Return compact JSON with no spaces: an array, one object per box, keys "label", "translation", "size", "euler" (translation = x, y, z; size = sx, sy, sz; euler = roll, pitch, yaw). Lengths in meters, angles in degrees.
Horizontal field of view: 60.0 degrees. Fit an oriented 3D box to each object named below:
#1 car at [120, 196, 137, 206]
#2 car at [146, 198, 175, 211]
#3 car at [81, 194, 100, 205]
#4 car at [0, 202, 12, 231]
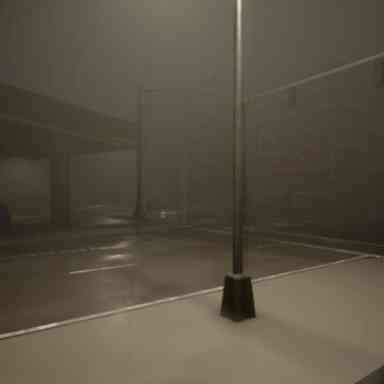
[{"label":"car","translation":[-10.340,1.470,55.061],"size":[2.128,1.511,4.902],"euler":[0,0,-36]},{"label":"car","translation":[-3.885,1.507,40.263],"size":[1.812,1.442,4.674],"euler":[0,0,-36]},{"label":"car","translation":[-18.088,1.583,59.632],"size":[1.895,1.301,4.718],"euler":[0,0,-36]},{"label":"car","translation":[-11.889,1.295,17.143],"size":[4.611,1.667,2.242],"euler":[0,0,-35]}]
